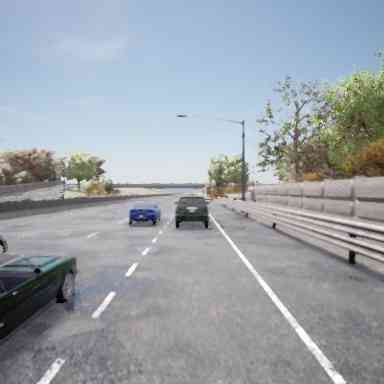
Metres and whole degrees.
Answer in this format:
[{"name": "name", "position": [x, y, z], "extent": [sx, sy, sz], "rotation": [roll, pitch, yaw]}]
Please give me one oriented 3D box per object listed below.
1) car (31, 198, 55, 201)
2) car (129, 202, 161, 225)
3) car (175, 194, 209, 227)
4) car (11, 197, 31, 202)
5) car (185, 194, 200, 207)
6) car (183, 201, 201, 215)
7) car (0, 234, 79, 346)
[{"name": "car", "position": [-20.996, 1.674, 48.365], "extent": [1.895, 1.301, 4.718], "rotation": [0, 0, 0]}, {"name": "car", "position": [-3.396, 1.500, 24.642], "extent": [1.882, 1.535, 5.008], "rotation": [0, 0, 0]}, {"name": "car", "position": [0.003, 1.241, 23.153], "extent": [2.150, 2.045, 5.566], "rotation": [0, 0, 0]}, {"name": "car", "position": [-24.496, 1.396, 48.394], "extent": [1.812, 1.442, 4.674], "rotation": [0, 0, 0]}, {"name": "car", "position": [0.157, 1.300, 54.998], "extent": [2.150, 2.045, 5.566], "rotation": [0, 0, 3]}, {"name": "car", "position": [0.004, 1.644, 36.137], "extent": [1.895, 1.301, 4.718], "rotation": [0, 0, 0]}, {"name": "car", "position": [-3.399, 1.602, 5.221], "extent": [1.895, 1.301, 4.718], "rotation": [0, 0, 0]}]
